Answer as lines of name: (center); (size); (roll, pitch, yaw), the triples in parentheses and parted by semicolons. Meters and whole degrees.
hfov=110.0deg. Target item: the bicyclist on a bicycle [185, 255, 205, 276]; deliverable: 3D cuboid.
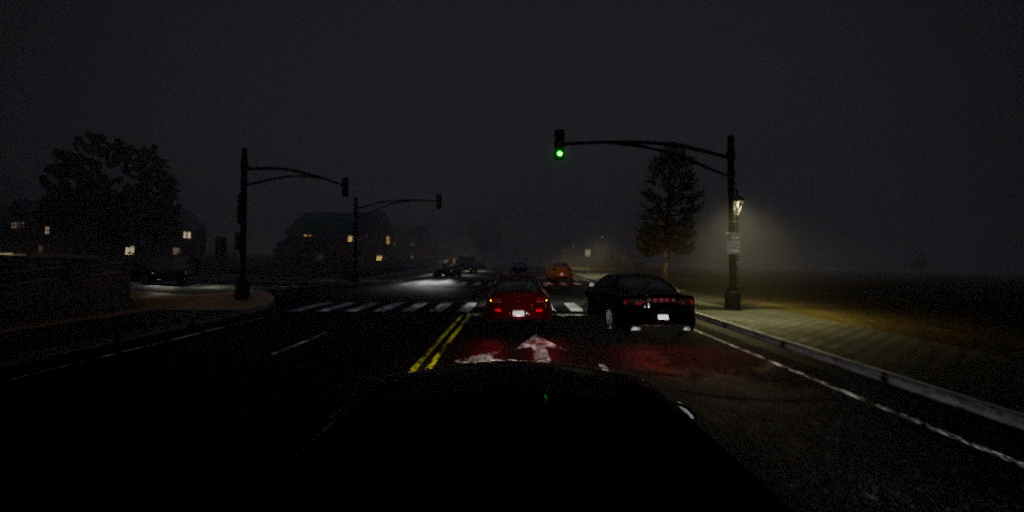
bicyclist on a bicycle: (-24.680, 0.720, 27.843); (0.582, 1.620, 1.656); (1, -1, 15)

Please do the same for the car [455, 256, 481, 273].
car: (-5.549, 0.984, 43.659); (2.150, 2.045, 5.566); (0, 0, 3)

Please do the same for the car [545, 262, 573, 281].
car: (3.844, 1.225, 29.640); (1.882, 1.535, 5.008); (0, 0, 2)

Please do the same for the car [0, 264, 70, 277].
car: (-31.223, 0.820, 23.500); (4.718, 1.301, 1.895); (1, -1, 15)

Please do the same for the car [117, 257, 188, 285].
car: (-21.402, 0.863, 20.911); (5.008, 1.535, 1.882); (1, -1, 15)

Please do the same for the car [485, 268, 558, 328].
car: (0.192, 1.271, 11.286); (1.812, 1.442, 4.674); (0, 0, 1)

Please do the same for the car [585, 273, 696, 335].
car: (3.429, 1.223, 10.537); (1.882, 1.535, 5.008); (0, 0, 1)

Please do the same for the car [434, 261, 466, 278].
car: (-5.970, 1.356, 33.762); (1.895, 1.301, 4.718); (0, 0, 2)

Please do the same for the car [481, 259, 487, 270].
car: (-4.963, 1.254, 53.924); (1.882, 1.535, 5.008); (0, 0, 4)

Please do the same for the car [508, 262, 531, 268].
car: (0.638, 1.275, 31.049); (1.812, 1.442, 4.674); (0, 0, 2)
